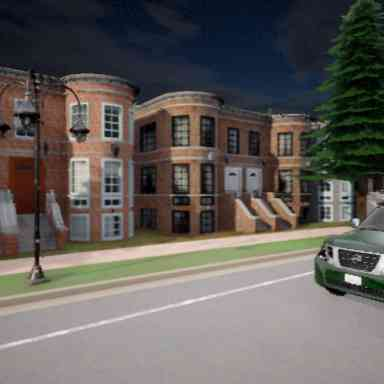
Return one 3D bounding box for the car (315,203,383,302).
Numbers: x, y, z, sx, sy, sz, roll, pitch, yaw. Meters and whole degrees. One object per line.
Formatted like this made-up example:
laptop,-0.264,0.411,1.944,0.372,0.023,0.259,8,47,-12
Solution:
car,5.185,1.204,7.433,5.566,2.045,2.150,0,0,-33
